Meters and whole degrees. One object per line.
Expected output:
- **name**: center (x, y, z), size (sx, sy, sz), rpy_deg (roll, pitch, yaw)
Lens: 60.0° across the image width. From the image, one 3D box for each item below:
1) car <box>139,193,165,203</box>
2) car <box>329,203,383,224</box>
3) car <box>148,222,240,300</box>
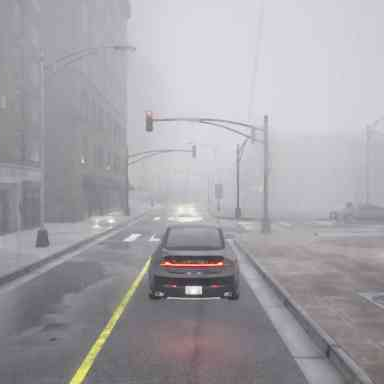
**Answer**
- **car**: center (-8.402, 1.286, 70.028), size (5.566, 2.045, 2.150), rpy_deg (0, 0, 9)
- **car**: center (12.061, 1.512, 23.748), size (4.181, 1.385, 1.994), rpy_deg (0, 0, 0)
- **car**: center (0.058, 1.504, 8.358), size (1.837, 1.490, 4.892), rpy_deg (0, 0, 1)
